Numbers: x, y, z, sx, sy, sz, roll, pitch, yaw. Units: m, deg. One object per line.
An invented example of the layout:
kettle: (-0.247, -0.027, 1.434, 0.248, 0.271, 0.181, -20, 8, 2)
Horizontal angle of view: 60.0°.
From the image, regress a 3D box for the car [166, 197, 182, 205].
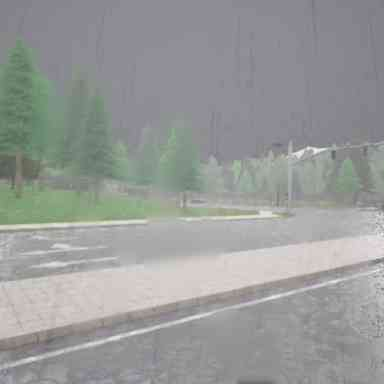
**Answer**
car: (-3.995, 1.909, 72.349, 1.882, 1.535, 5.008, 1, 0, -35)

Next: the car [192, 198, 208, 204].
car: (1.736, 2.033, 76.366, 1.812, 1.442, 4.674, 1, 0, -35)
